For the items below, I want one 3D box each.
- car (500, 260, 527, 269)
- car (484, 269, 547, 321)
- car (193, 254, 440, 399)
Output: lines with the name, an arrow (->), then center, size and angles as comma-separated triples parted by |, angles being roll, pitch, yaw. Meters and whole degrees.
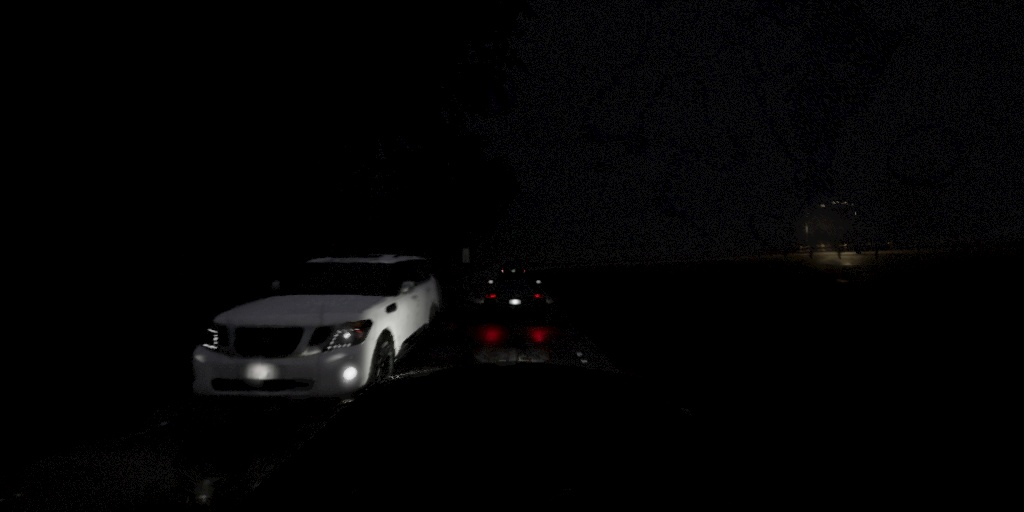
car -> 0.100, 1.137, 28.526 | 2.097, 1.767, 4.553 | 0, 0, 0
car -> 0.094, 1.322, 12.575 | 1.994, 1.385, 4.181 | 0, 0, 0
car -> -2.851, 0.974, 6.831 | 2.150, 2.045, 5.566 | 0, 0, 0
